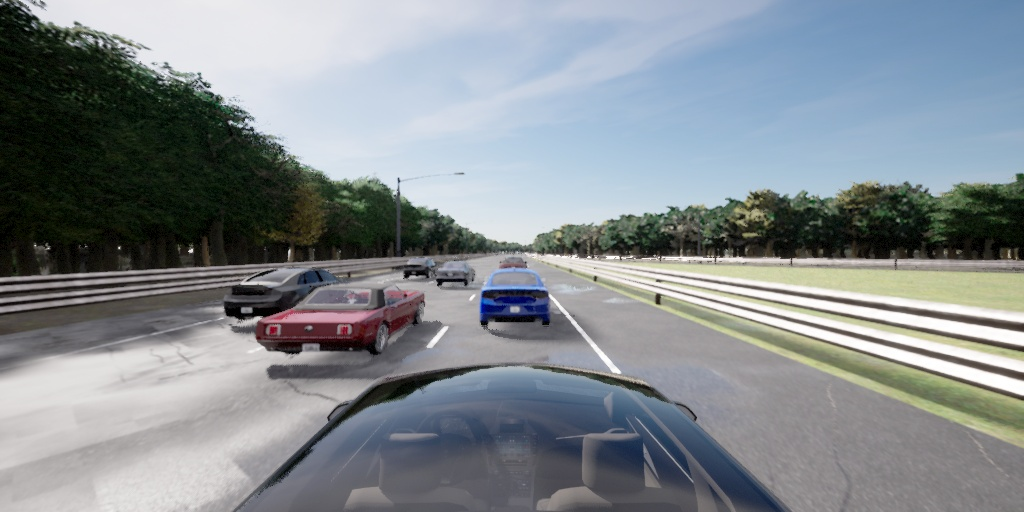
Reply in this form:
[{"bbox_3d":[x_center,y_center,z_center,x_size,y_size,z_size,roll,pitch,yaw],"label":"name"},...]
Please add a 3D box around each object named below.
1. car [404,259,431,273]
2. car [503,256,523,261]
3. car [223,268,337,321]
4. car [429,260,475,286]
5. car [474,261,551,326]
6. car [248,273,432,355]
[{"bbox_3d":[-6.902,0.930,27.636,1.837,1.490,4.892,0,1,0],"label":"car"},{"bbox_3d":[0.097,0.784,27.126,2.097,1.767,4.553,0,1,0],"label":"car"},{"bbox_3d":[-6.911,1.127,11.770,1.837,1.490,4.892,0,1,0],"label":"car"},{"bbox_3d":[-3.424,1.036,22.459,2.033,1.411,5.357,0,1,0],"label":"car"},{"bbox_3d":[0.086,1.106,11.178,1.882,1.535,5.008,0,1,0],"label":"car"},{"bbox_3d":[-3.428,1.265,8.370,1.895,1.301,4.718,0,1,0],"label":"car"}]
